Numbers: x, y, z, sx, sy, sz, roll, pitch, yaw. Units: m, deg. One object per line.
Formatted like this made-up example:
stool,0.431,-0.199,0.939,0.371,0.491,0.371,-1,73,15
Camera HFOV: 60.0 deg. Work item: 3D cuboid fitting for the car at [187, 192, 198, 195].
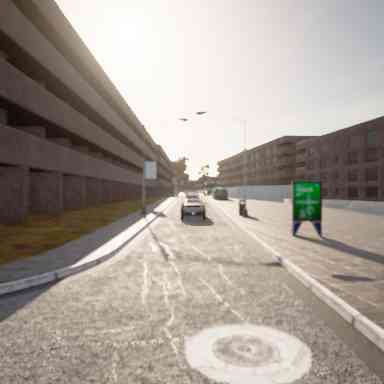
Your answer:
car,0.097,0.768,44.312,1.812,1.442,4.674,0,2,0

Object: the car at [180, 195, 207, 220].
car,0.098,1.228,25.449,2.128,1.511,4.902,0,1,0
